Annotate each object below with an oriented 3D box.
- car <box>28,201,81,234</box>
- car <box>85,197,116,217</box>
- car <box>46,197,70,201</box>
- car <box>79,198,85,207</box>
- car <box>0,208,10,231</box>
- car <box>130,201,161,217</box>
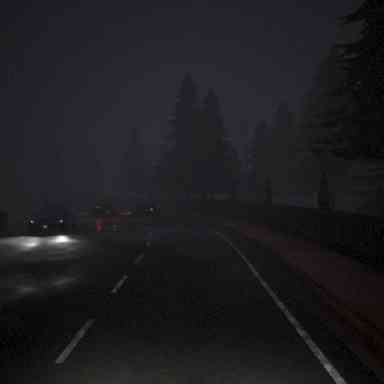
[{"bbox_3d":[-7.824,1.473,19.048,1.812,1.442,4.674,0,0,-11],"label":"car"},{"bbox_3d":[-8.098,1.443,29.847,1.812,1.442,4.674,0,0,-26],"label":"car"},{"bbox_3d":[-16.837,1.388,41.452,4.892,1.490,1.837,-1,0,42],"label":"car"},{"bbox_3d":[-13.137,1.385,42.699,1.837,1.490,4.892,0,0,-45],"label":"car"},{"bbox_3d":[-11.274,1.429,17.381,1.882,1.535,5.008,0,0,-10],"label":"car"},{"bbox_3d":[-4.346,1.479,30.649,1.994,1.385,4.181,0,0,-25],"label":"car"}]
